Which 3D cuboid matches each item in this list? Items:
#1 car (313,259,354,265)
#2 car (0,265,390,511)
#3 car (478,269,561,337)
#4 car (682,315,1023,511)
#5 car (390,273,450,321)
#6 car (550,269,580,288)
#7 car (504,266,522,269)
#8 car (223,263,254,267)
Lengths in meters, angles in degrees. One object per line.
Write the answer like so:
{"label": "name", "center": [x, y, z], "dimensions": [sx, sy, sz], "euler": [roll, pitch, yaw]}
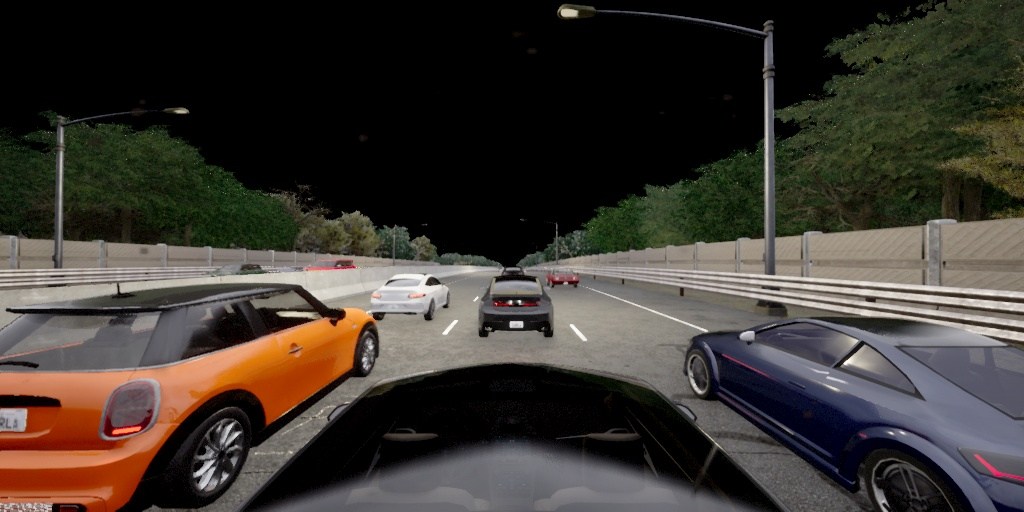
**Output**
{"label": "car", "center": [-14.109, 1.238, 27.818], "dimensions": [2.150, 2.045, 5.566], "euler": [0, -1, 0]}
{"label": "car", "center": [-3.403, 1.110, 4.525], "dimensions": [2.097, 1.767, 4.553], "euler": [0, 0, 0]}
{"label": "car", "center": [0.098, 1.288, 10.350], "dimensions": [1.837, 1.490, 4.892], "euler": [0, 0, 0]}
{"label": "car", "center": [3.600, 1.316, 3.800], "dimensions": [1.994, 1.385, 4.181], "euler": [0, 0, 0]}
{"label": "car", "center": [-3.403, 1.326, 12.585], "dimensions": [1.812, 1.442, 4.674], "euler": [0, 0, 0]}
{"label": "car", "center": [3.591, 1.589, 26.271], "dimensions": [1.895, 1.301, 4.718], "euler": [0, -1, 0]}
{"label": "car", "center": [0.090, 1.534, 28.347], "dimensions": [1.837, 1.490, 4.892], "euler": [0, -1, 0]}
{"label": "car", "center": [-21.107, 1.362, 27.435], "dimensions": [2.097, 1.767, 4.553], "euler": [0, -1, 0]}
